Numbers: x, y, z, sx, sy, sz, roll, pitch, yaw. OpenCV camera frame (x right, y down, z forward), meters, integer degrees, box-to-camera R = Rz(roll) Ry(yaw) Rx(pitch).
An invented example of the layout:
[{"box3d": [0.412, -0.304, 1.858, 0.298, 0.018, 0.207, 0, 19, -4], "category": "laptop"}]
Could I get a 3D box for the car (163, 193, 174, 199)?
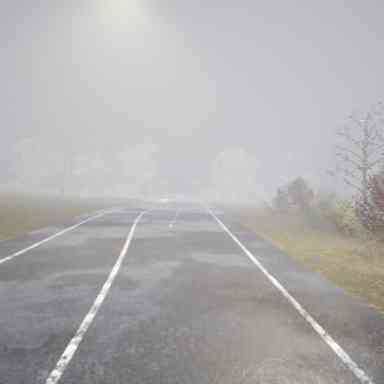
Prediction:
[{"box3d": [-6.783, 1.376, 88.780, 2.033, 1.411, 5.357, 2, 0, 0], "category": "car"}]
